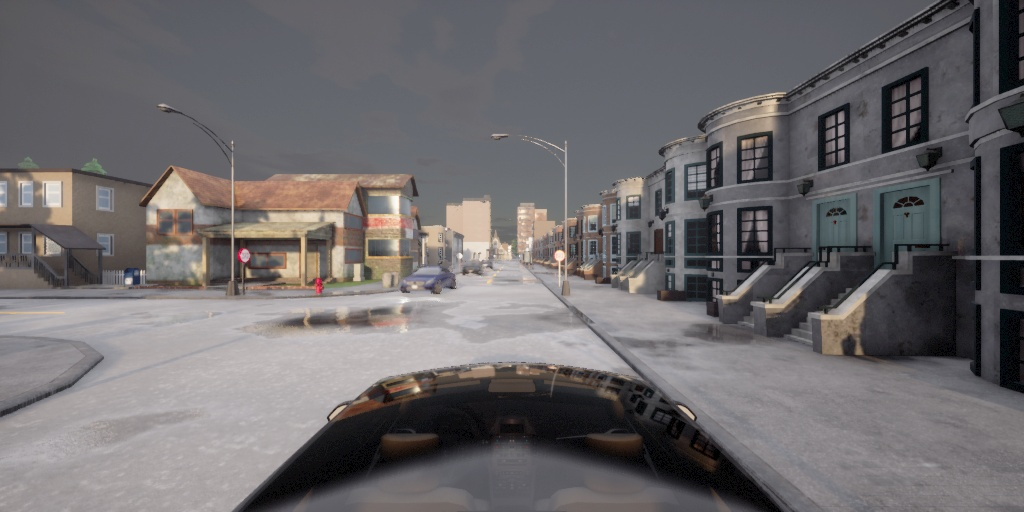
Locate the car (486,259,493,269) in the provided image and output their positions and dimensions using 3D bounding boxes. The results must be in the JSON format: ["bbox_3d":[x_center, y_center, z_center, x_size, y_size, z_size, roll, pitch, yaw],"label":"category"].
[{"bbox_3d":[-3.908,1.243,54.495,2.128,1.511,4.902,0,0,1],"label":"car"}]

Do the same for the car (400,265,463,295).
[{"bbox_3d":[-4.440,1.276,19.999,1.812,1.442,4.674,0,0,9],"label":"car"}]

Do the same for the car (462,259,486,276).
[{"bbox_3d":[-4.002,1.256,36.848,1.837,1.490,4.892,0,0,0],"label":"car"}]
